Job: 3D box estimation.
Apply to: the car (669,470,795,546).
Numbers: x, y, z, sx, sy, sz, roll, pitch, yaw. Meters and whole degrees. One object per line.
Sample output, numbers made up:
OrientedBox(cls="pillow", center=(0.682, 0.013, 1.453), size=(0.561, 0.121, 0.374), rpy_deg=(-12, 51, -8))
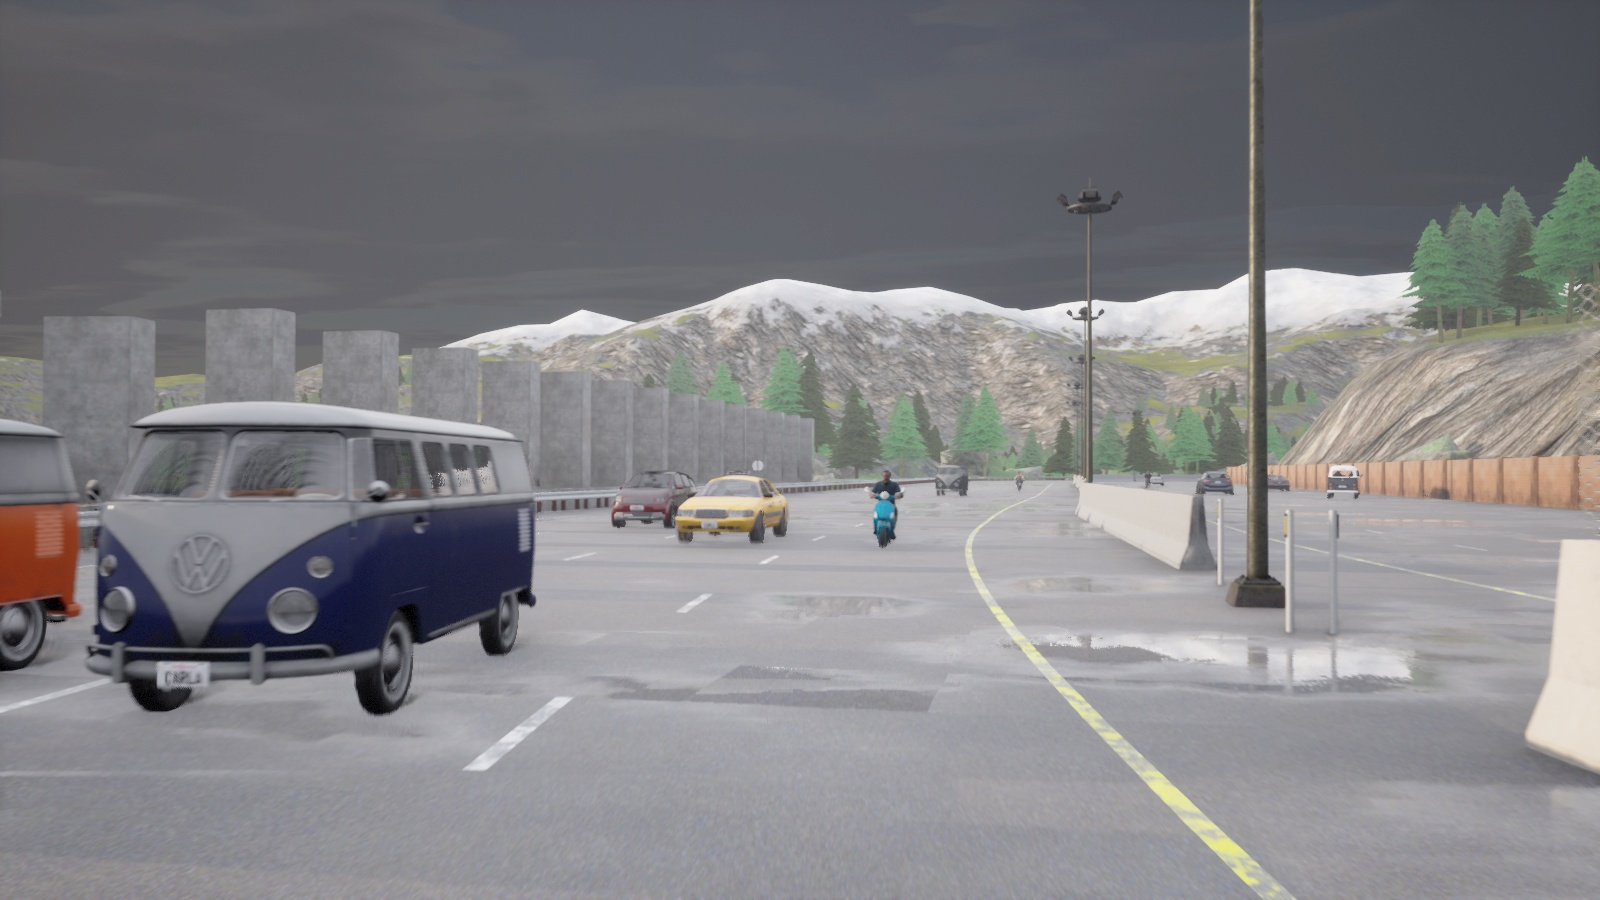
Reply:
OrientedBox(cls="car", center=(-1.425, 1.237, 28.577), size=(1.801, 1.575, 5.366), rpy_deg=(0, -1, 9))

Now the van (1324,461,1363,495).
OrientedBox(cls="van", center=(34.136, 1.728, 78.794), size=(2.069, 2.038, 4.480), rpy_deg=(0, 0, 25))

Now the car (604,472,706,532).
OrientedBox(cls="car", center=(-3.939, 1.388, 34.756), size=(1.789, 1.549, 3.705), rpy_deg=(-1, -1, 10))

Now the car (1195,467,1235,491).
OrientedBox(cls="car", center=(29.904, 2.061, 90.596), size=(2.242, 1.667, 4.611), rpy_deg=(0, -1, 12))

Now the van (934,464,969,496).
OrientedBox(cls="van", center=(9.720, 1.875, 80.312), size=(1.775, 1.987, 4.442), rpy_deg=(0, -1, 13))

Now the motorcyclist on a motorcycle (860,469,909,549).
OrientedBox(cls="motorcyclist on a motorcycle", center=(1.773, 1.198, 26.112), size=(0.866, 1.590, 1.817), rpy_deg=(0, -1, 8))

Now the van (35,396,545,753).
OrientedBox(cls="van", center=(-3.315, 0.735, 9.256), size=(1.775, 1.987, 4.442), rpy_deg=(0, -1, 3))

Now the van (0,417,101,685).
OrientedBox(cls="van", center=(-6.857, 0.734, 8.356), size=(1.775, 1.987, 4.442), rpy_deg=(0, -1, 3))
